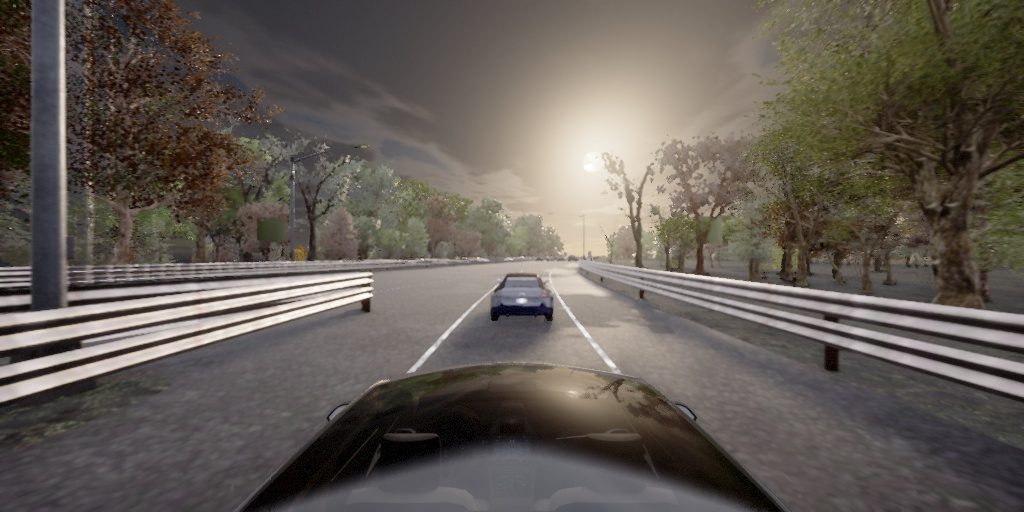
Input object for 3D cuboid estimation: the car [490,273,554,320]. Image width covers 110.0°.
[{"bbox_3d":[0.358,1.257,12.393,1.994,1.385,4.181,0,0,2],"label":"car"}]
